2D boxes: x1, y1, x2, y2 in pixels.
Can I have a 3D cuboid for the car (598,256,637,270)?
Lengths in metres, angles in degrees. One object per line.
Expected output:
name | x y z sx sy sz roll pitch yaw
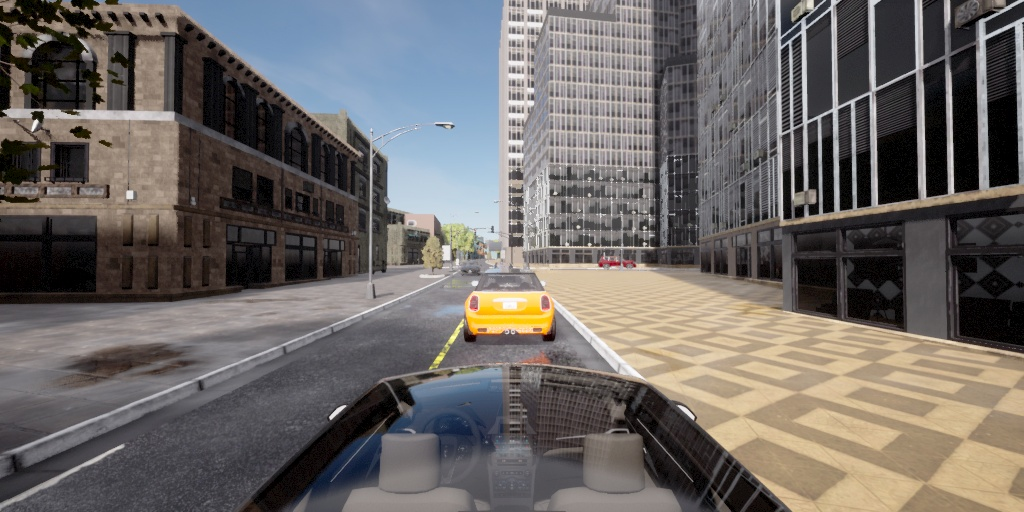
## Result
car | 14.172 0.952 48.440 5.009 1.841 2.192 0 0 15

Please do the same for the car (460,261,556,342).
car | -0.085 1.104 9.962 2.097 1.767 4.553 0 0 -1

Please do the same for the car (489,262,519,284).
car | -0.707 1.248 27.985 2.128 1.511 4.902 0 0 -3
